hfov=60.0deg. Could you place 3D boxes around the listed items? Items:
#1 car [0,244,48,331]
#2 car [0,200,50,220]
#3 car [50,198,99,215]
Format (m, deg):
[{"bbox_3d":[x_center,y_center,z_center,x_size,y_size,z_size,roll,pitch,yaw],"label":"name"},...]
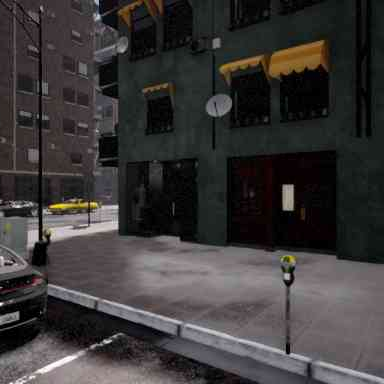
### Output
[{"bbox_3d":[-4.355,1.551,5.976,4.403,1.369,2.008,0,0,35],"label":"car"},{"bbox_3d":[-13.928,1.350,25.982,2.008,1.369,4.403,1,1,35],"label":"car"},{"bbox_3d":[-10.840,1.249,30.408,1.752,1.417,4.829,1,1,35],"label":"car"}]
